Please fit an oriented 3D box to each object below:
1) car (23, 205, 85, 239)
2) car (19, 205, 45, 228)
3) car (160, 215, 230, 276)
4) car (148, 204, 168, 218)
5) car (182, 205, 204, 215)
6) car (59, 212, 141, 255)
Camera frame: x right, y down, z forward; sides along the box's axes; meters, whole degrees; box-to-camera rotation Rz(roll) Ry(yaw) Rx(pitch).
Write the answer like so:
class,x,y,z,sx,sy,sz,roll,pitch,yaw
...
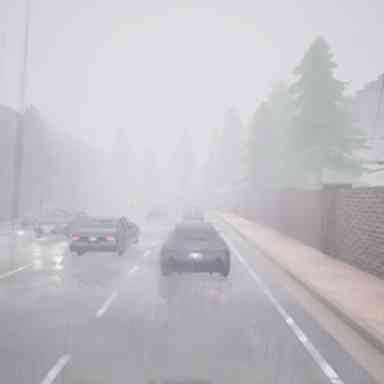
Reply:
class,x,y,z,sx,sy,sz,roll,pitch,yaw
car,-7.103,1.682,18.753,2.128,1.511,4.902,0,-1,0
car,-10.605,1.750,24.118,1.837,1.490,4.892,0,-1,0
car,0.091,1.674,10.793,1.994,1.385,4.181,0,-1,0
car,-3.575,1.917,34.844,1.994,1.385,4.181,0,-1,-4
car,0.093,1.842,29.007,2.033,1.411,5.357,0,-1,0
car,-3.402,1.690,13.933,2.033,1.411,5.357,0,-1,0
